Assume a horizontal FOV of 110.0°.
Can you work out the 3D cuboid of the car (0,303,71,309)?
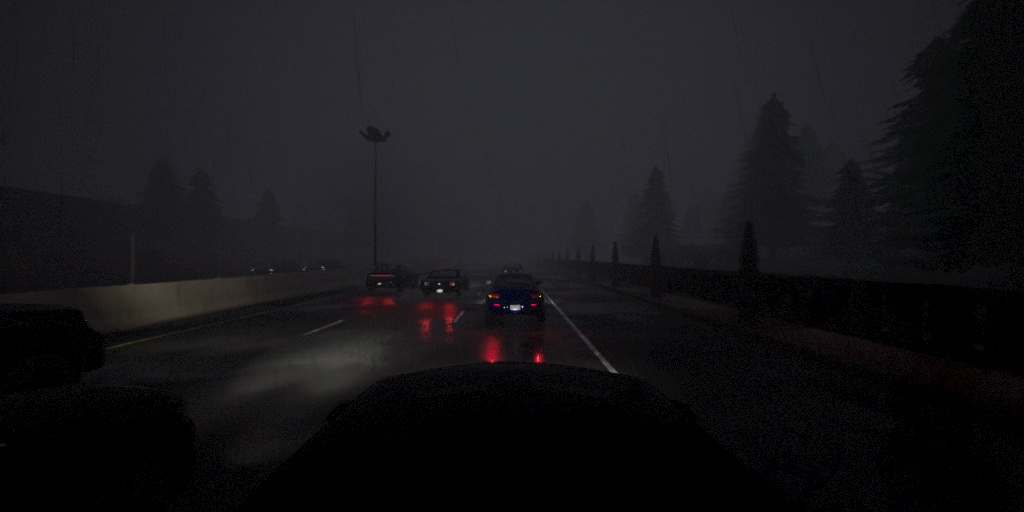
[{"bbox_3d":[-6.900,0.972,2.687,2.150,2.045,5.566,0,0,0],"label":"car"}]

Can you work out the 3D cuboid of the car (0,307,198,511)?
[{"bbox_3d":[-3.401,1.241,0.815,2.128,1.511,4.902,0,0,0],"label":"car"}]

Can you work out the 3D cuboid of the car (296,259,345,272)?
[{"bbox_3d":[-17.590,1.100,33.652,2.097,1.767,4.553,0,0,0],"label":"car"}]

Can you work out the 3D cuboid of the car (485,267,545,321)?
[{"bbox_3d":[0.084,1.276,12.342,1.812,1.442,4.674,0,0,0],"label":"car"}]

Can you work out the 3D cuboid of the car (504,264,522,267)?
[{"bbox_3d":[0.091,1.352,32.826,1.895,1.301,4.718,0,0,0],"label":"car"}]

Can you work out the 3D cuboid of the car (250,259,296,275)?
[{"bbox_3d":[-21.095,1.100,32.239,2.097,1.767,4.553,0,0,0],"label":"car"}]

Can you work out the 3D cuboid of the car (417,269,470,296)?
[{"bbox_3d":[-3.403,1.351,19.132,1.895,1.301,4.718,0,0,0],"label":"car"}]

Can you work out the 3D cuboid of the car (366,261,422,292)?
[{"bbox_3d":[-6.903,1.241,21.117,2.128,1.511,4.902,0,0,0],"label":"car"}]
